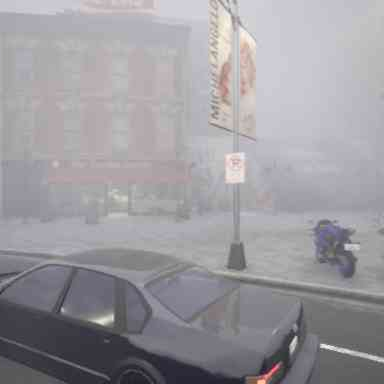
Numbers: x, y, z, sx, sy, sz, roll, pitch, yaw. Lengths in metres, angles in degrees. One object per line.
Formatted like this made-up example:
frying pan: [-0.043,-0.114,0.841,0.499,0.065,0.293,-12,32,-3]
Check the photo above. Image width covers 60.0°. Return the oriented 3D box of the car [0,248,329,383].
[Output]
car: [-1.209,1.512,4.444,5.357,1.411,2.033,0,1,30]
